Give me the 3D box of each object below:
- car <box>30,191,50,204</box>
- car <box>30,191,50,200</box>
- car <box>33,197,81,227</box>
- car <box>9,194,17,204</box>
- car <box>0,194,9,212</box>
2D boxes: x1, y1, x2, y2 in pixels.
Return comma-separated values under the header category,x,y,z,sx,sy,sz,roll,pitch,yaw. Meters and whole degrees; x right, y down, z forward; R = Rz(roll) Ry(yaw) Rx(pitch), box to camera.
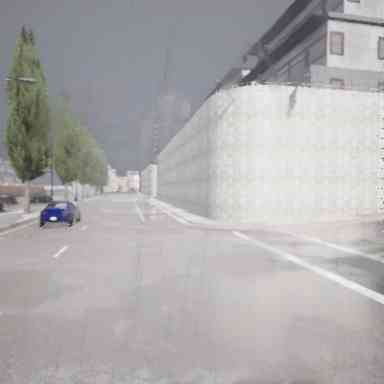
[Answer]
category,x,y,z,sx,sy,sz,roll,pitch,yaw
car,-21.578,0.971,47.593,1.994,1.385,4.181,1,0,-10
car,-27.499,0.573,60.257,2.033,1.411,5.357,1,0,-11
car,-8.125,1.280,20.722,1.812,1.442,4.674,1,0,-11
car,-24.353,0.935,43.401,1.812,1.442,4.674,1,0,-11
car,-18.102,1.110,29.211,1.812,1.442,4.674,1,0,-11
